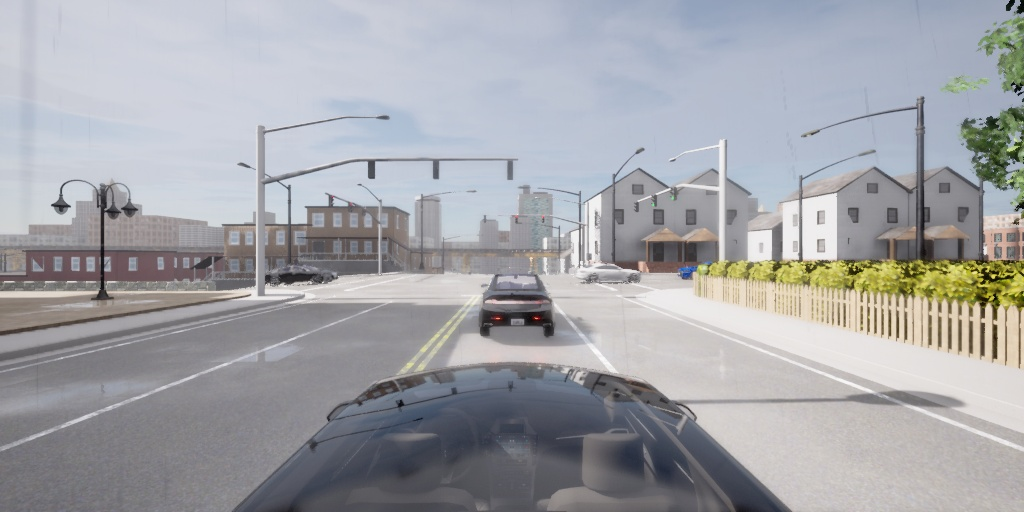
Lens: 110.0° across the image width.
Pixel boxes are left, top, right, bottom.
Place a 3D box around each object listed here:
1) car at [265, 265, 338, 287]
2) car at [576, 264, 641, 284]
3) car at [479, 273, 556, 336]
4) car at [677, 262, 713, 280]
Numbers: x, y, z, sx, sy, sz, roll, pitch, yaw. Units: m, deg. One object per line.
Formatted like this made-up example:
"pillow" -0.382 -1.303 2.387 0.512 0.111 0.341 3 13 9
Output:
"car" -15.435 1.379 26.298 4.902 1.511 2.128 -4 0 -1
"car" 7.127 1.277 26.555 4.674 1.442 1.812 0 0 -1
"car" 0.114 1.242 10.332 2.128 1.511 4.902 0 0 0
"car" 16.655 1.228 30.377 5.008 1.535 1.882 0 0 -1
